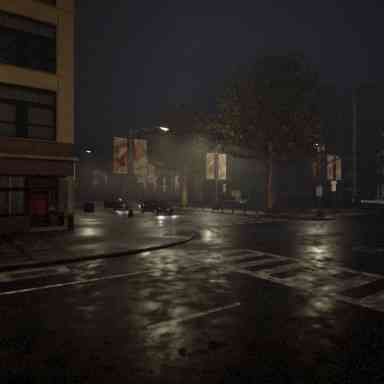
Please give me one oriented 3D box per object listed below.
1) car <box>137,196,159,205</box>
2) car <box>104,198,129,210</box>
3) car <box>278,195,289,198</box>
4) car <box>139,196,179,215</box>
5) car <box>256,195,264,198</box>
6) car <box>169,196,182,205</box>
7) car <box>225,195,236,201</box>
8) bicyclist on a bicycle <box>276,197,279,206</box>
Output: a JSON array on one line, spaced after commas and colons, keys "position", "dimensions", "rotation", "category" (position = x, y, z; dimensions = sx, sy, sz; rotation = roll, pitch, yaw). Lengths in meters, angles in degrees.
[{"position": [-8.022, 1.505, 59.875], "dimensions": [1.837, 1.490, 4.892], "rotation": [0, 0, -36], "category": "car"}, {"position": [-9.662, 1.492, 42.307], "dimensions": [2.128, 1.511, 4.902], "rotation": [0, 0, -36], "category": "car"}, {"position": [18.470, 1.320, 69.180], "dimensions": [2.002, 1.452, 4.674], "rotation": [0, 0, -36], "category": "car"}, {"position": [-3.689, 1.505, 33.934], "dimensions": [1.837, 1.490, 4.892], "rotation": [0, 0, -36], "category": "car"}, {"position": [17.668, 1.463, 83.113], "dimensions": [1.895, 1.301, 4.718], "rotation": [0, 0, -36], "category": "car"}, {"position": [-3.661, 1.478, 59.964], "dimensions": [1.882, 1.535, 5.008], "rotation": [0, 0, -36], "category": "car"}, {"position": [8.006, 1.413, 76.680], "dimensions": [2.161, 1.482, 4.786], "rotation": [0, 0, -36], "category": "car"}, {"position": [12.657, 1.300, 50.568], "dimensions": [1.656, 1.620, 0.582], "rotation": [0, 0, -36], "category": "bicyclist on a bicycle"}]
